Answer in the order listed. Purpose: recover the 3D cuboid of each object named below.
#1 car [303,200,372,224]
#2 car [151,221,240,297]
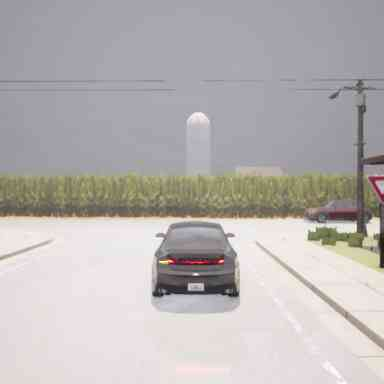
[{"bbox_3d":[10.664,1.368,24.629,4.553,1.767,2.097,0,0,1],"label":"car"},{"bbox_3d":[0.087,1.501,8.536,1.837,1.490,4.892,0,0,0],"label":"car"}]
